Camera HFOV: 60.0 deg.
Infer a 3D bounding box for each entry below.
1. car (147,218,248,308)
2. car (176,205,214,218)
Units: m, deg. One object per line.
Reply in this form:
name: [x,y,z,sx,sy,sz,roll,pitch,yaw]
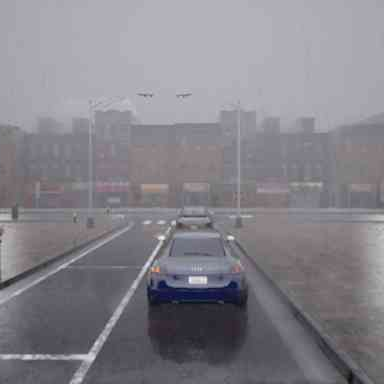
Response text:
car: [0.105,1.551,7.988,1.994,1.385,4.181,0,0,0]
car: [0.169,1.463,17.968,2.128,1.511,4.902,0,0,2]
